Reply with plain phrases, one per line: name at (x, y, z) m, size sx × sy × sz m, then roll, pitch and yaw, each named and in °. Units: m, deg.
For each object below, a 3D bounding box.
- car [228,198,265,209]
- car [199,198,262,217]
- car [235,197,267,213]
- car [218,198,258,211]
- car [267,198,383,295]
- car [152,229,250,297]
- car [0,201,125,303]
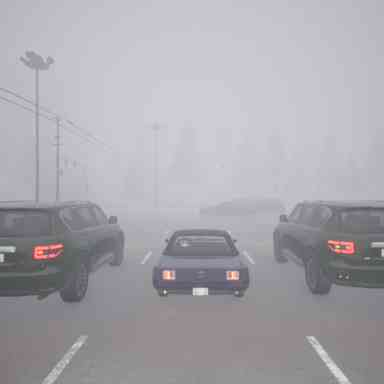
car at (7.219, 1.528, 44.440) m, size 4.674 × 1.442 × 1.812 m, roll 0°, pitch 0°, yaw 2°
car at (3.318, 1.549, 30.540) m, size 5.357 × 1.411 × 2.033 m, roll 0°, pitch 0°, yaw 2°
car at (7.056, 1.354, 33.939) m, size 4.553 × 1.767 × 2.097 m, roll 0°, pitch 0°, yaw 2°
car at (5.619, 1.528, 40.983) m, size 4.674 × 1.442 × 1.812 m, roll 0°, pitch 0°, yaw 2°
car at (3.730, 1.222, 8.843) m, size 2.150 × 2.045 × 5.566 m, roll 0°, pitch 0°, yaw 1°
car at (0.223, 1.601, 8.532) m, size 1.895 × 1.301 × 4.718 m, roll 0°, pitch 0°, yaw 1°
car at (-3.283, 1.222, 8.374) m, size 2.150 × 2.045 × 5.566 m, roll 0°, pitch 0°, yaw 1°
